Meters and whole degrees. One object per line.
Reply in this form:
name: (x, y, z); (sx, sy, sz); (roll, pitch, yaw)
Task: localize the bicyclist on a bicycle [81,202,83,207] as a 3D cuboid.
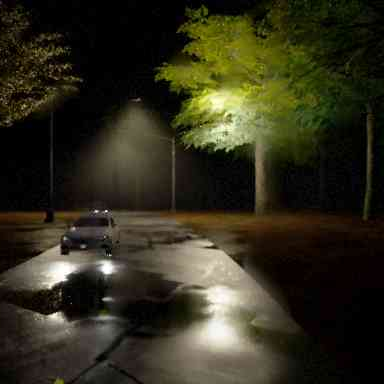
bicyclist on a bicycle: (-27.315, 3.006, 82.479); (0.866, 1.612, 1.509); (0, -3, -37)

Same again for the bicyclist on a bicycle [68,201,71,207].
bicyclist on a bicycle: (-32.995, 3.282, 89.538); (0.866, 1.612, 1.509); (-4, 0, -39)

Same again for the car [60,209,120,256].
car: (-4.104, 1.666, 14.012); (1.812, 1.442, 4.674); (0, -1, -7)

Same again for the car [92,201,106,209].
car: (-15.207, 2.293, 54.294); (1.837, 1.490, 4.892); (0, -1, -24)
